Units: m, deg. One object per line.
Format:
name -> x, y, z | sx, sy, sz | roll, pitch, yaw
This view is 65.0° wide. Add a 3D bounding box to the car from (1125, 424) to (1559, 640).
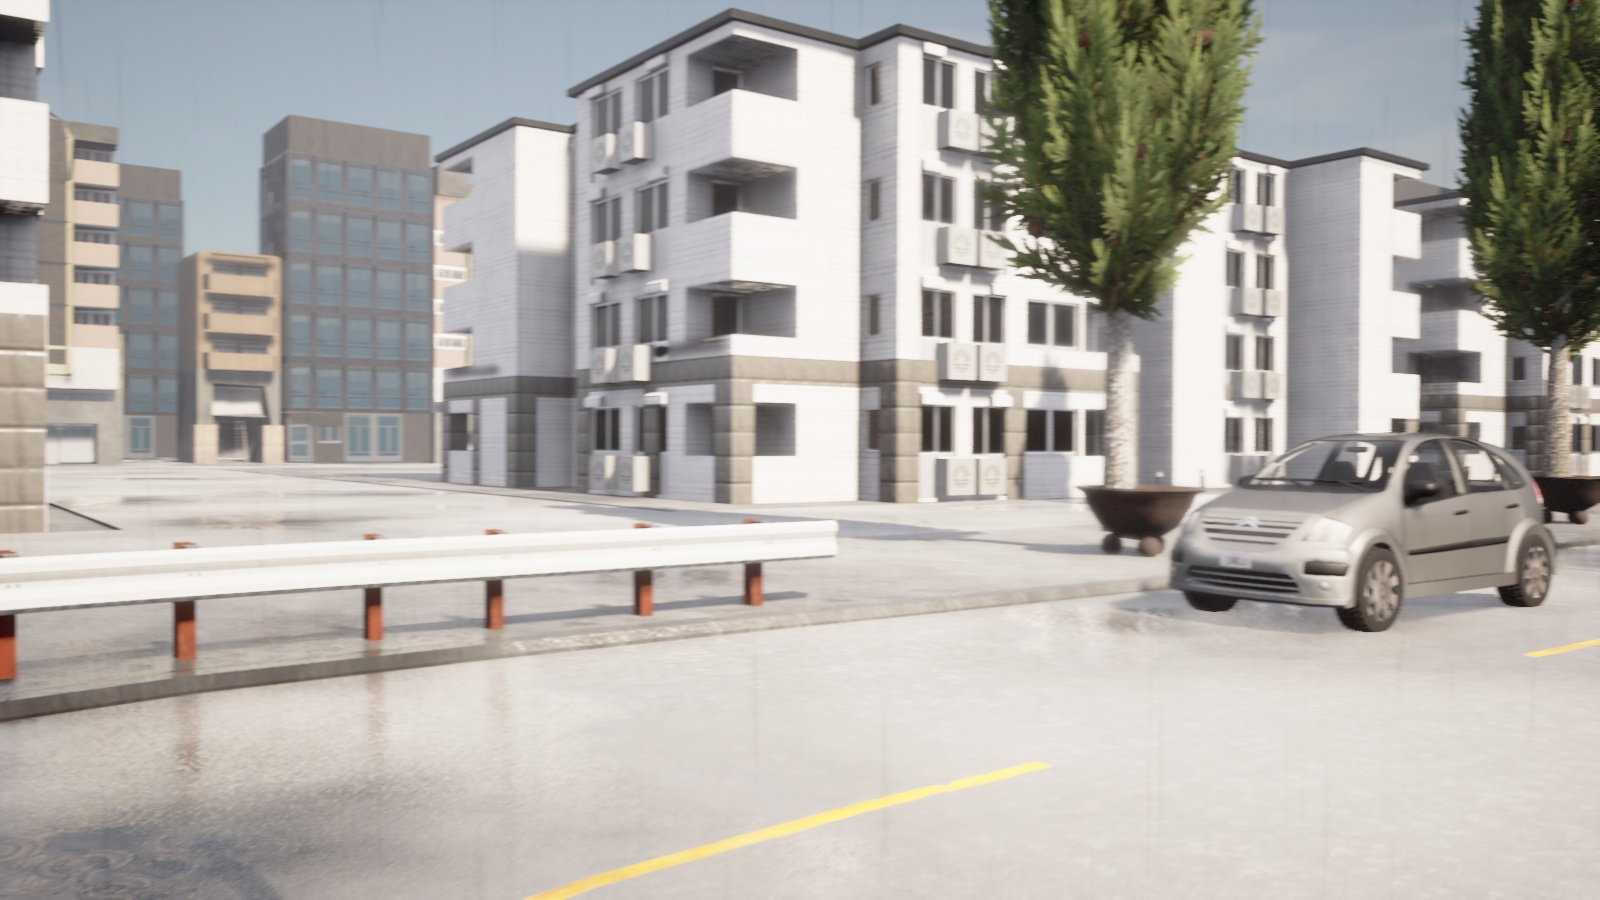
car -> 4.968, 0.608, 11.330 | 3.988, 1.617, 1.851 | 0, 0, -37
